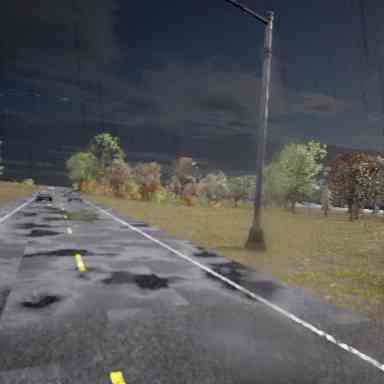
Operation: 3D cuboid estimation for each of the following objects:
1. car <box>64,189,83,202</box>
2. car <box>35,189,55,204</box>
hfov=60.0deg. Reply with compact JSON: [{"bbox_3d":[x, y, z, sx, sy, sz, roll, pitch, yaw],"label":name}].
[{"bbox_3d":[-16.205,0.630,46.128,2.033,1.411,5.357,4,0,-22],"label":"car"},{"bbox_3d":[-17.214,0.611,38.912,1.895,1.301,4.718,4,0,-22],"label":"car"}]
